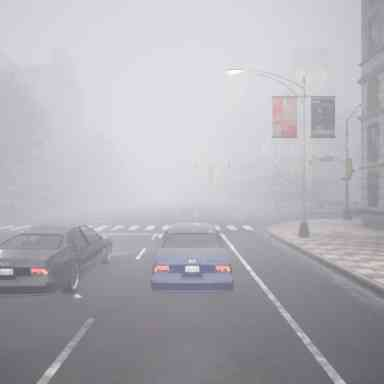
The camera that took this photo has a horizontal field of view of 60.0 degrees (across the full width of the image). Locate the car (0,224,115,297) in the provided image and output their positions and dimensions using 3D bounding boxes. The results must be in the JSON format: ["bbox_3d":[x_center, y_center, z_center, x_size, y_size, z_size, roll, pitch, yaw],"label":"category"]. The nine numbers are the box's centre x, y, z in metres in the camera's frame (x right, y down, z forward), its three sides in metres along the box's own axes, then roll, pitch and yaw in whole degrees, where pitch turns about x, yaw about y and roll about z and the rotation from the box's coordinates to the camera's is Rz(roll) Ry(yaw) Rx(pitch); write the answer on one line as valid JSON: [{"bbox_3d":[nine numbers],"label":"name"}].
[{"bbox_3d":[-3.501,1.547,8.756,2.033,1.411,5.357,0,0,0],"label":"car"}]

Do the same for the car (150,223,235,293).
[{"bbox_3d":[-0.002,1.547,8.981,2.033,1.411,5.357,0,0,0],"label":"car"}]

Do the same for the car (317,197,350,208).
[{"bbox_3d":[20.062,1.476,46.249,5.008,1.535,1.882,0,0,0],"label":"car"}]

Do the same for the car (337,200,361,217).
[{"bbox_3d":[16.624,1.624,31.143,4.718,1.301,1.895,0,0,0],"label":"car"}]
